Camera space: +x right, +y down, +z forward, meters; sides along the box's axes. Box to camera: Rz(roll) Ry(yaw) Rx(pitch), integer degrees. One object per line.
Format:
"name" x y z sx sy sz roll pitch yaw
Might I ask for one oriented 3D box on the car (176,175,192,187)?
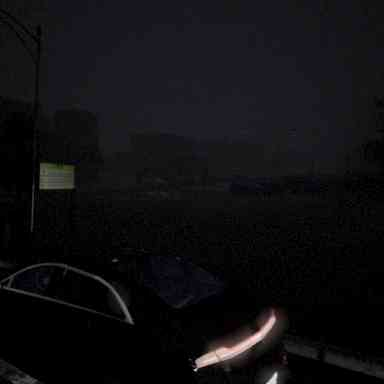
"car" -3.079 -1.678 52.230 4.792 1.488 2.163 2 5 30

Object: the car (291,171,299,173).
"car" 19.475 -3.580 71.012 4.892 1.521 2.231 2 6 30

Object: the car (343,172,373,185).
"car" 25.661 -1.862 53.196 4.792 1.488 2.163 4 7 31

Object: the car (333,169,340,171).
"car" 33.059 -4.656 82.163 5.008 1.535 2.097 2 6 31

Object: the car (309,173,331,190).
"car" 16.183 -1.273 45.787 4.553 1.767 2.185 4 7 32

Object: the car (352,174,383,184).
"car" 30.328 -2.270 56.973 4.892 1.521 2.231 4 7 31

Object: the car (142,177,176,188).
"car" -5.363 -1.480 50.353 4.674 1.452 2.002 2 5 30

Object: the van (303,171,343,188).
"van" 18.672 -1.550 47.547 4.442 1.987 1.878 4 7 32

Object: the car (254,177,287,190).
"car" 11.076 -1.253 47.382 1.812 1.442 4.674 -4 6 -33

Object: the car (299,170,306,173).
"car" 21.736 -3.765 72.870 4.892 1.521 2.231 2 6 30

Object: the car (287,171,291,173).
"car" 17.208 -3.396 69.156 5.008 1.535 2.097 2 5 30

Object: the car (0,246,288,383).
"car" -1.276 1.489 4.365 4.902 1.511 2.128 0 0 36

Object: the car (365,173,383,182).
"car" 34.805 -2.665 60.853 5.366 1.575 1.946 4 7 30

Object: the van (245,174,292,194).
"van" 9.226 -0.808 40.175 4.442 1.987 1.878 4 7 32

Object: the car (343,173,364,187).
"car" 23.289 -1.703 51.331 4.892 1.521 2.231 4 7 31

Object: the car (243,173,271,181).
"car" 12.693 -3.023 65.420 5.008 1.535 2.097 2 5 30

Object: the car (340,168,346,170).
"car" 35.318 -4.816 84.025 5.008 1.535 2.097 2 5 31

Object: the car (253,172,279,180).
"car" 14.980 -3.178 67.270 4.792 1.488 2.163 2 5 30

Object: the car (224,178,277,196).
"car" 6.762 -0.405 38.421 5.008 1.535 2.097 4 7 32

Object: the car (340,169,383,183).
"car" 28.013 -2.330 55.044 5.566 2.045 2.435 4 7 31

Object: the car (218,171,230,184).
"car" 3.694 -2.397 57.874 4.553 1.767 2.185 2 6 30

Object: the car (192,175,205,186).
"car" -0.825 -2.021 54.100 4.553 1.767 2.185 2 6 30

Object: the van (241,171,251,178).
"van" 8.084 -2.877 61.708 4.442 1.987 1.878 2 6 30

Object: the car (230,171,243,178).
"car" 5.928 -2.462 59.795 5.008 1.535 2.097 2 5 30

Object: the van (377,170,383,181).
"van" 37.379 -3.059 62.578 4.442 1.987 1.878 4 7 30

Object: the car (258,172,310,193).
"car" 11.459 -1.026 42.083 5.566 2.045 2.435 4 7 32

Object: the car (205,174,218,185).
"car" 1.385 -2.057 56.032 4.792 1.488 2.163 2 6 30
